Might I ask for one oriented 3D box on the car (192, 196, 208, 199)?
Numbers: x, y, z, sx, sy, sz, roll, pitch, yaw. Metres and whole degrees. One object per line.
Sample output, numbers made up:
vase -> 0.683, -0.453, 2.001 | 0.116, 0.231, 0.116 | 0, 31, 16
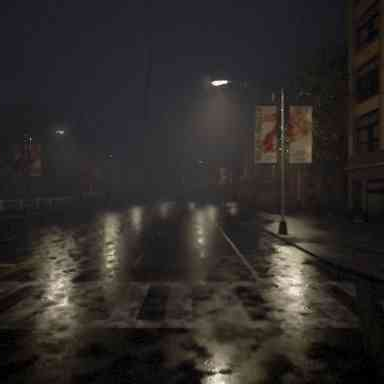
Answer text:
car -> 2.650, 1.651, 91.460 | 1.994, 1.385, 4.181 | 0, 0, 36

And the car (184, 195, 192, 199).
car -> -0.172, 1.615, 93.530 | 1.812, 1.442, 4.674 | 0, 0, 36

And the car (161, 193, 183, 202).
car -> -4.552, 1.342, 77.399 | 2.150, 2.045, 5.566 | 0, 0, 18

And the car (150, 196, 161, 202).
car -> -7.513, 1.713, 79.532 | 1.895, 1.301, 4.718 | 0, 0, 18

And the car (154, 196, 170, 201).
car -> -7.811, 1.723, 87.009 | 1.895, 1.301, 4.718 | 0, 0, 30
